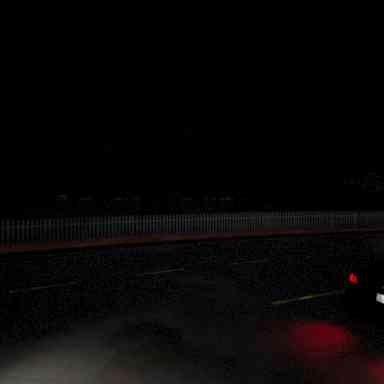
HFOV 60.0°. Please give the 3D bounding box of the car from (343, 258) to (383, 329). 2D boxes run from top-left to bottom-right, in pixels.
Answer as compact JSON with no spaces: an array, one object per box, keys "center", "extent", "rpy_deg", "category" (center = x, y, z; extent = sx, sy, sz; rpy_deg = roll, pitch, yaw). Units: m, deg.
[{"center":[4.706,1.564,5.724],"extent":[4.181,1.385,1.994],"rpy_deg":[0,0,-24],"category":"car"}]
